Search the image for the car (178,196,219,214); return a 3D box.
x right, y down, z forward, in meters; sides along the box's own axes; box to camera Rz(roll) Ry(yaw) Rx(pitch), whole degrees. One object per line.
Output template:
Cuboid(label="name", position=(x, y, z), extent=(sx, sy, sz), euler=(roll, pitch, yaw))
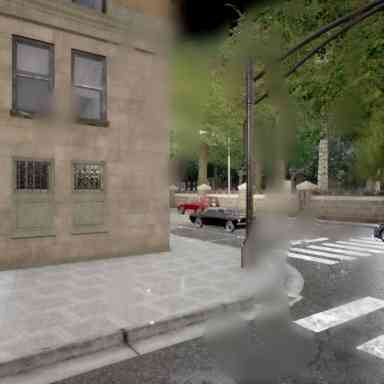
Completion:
Cuboid(label="car", position=(0.639, 1.285, 31.844), extent=(2.192, 1.841, 5.009), euler=(0, 0, -35))

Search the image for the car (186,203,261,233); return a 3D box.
Cuboid(label="car", position=(1.882, 1.586, 19.901), extent=(1.895, 1.301, 4.718), euler=(0, 0, -35))

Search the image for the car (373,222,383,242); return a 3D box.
Cuboid(label="car", position=(9.958, 1.560, 13.844), extent=(1.994, 1.385, 4.181), euler=(0, 0, -35))
